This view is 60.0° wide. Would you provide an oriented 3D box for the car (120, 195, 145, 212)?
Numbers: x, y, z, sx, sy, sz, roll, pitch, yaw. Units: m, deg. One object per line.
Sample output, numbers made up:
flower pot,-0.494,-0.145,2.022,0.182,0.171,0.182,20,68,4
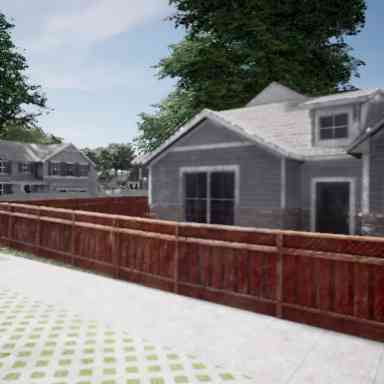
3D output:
car,-5.339,1.040,27.423,1.837,1.490,4.892,1,1,35
